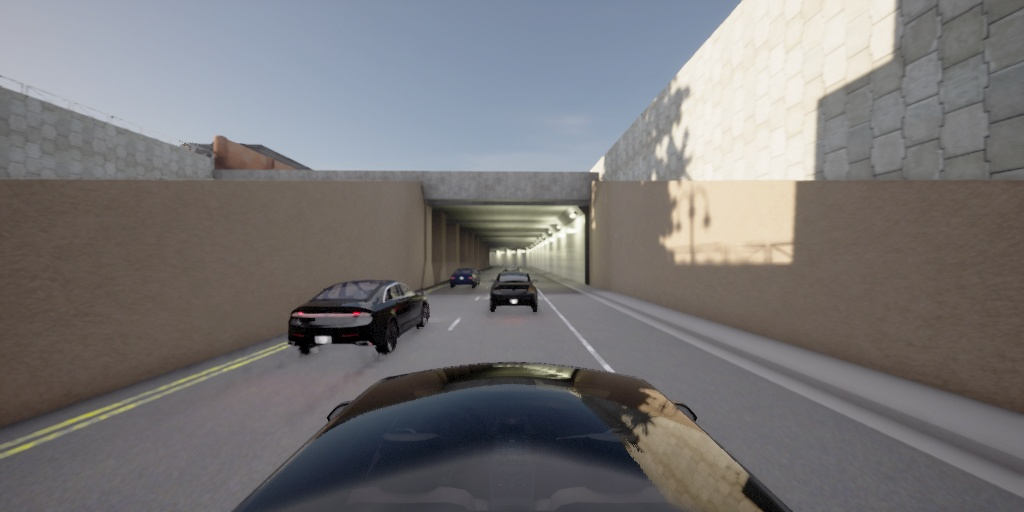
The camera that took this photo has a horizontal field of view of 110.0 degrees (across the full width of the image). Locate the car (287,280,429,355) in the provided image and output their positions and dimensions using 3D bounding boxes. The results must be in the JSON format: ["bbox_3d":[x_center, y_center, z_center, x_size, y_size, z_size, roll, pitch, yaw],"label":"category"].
[{"bbox_3d":[-3.427,1.331,8.947,2.128,1.511,4.902,0,-1,0],"label":"car"}]

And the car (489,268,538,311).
[{"bbox_3d":[0.070,1.418,15.399,1.837,1.490,4.892,0,-1,0],"label":"car"}]

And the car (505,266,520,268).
[{"bbox_3d":[0.036,1.603,31.999,2.128,1.511,4.902,0,-1,0],"label":"car"}]

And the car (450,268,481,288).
[{"bbox_3d":[-3.455,1.602,27.096,2.033,1.411,5.357,0,-1,0],"label":"car"}]
